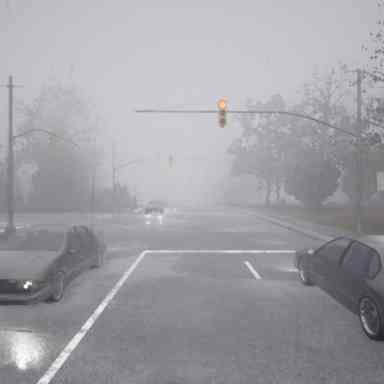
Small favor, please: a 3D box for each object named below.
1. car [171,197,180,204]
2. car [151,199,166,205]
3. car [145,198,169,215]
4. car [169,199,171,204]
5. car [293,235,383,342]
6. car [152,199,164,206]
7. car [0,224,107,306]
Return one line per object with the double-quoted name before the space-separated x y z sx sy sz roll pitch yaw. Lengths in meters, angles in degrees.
"car" -4.521 2.164 82.972 2.097 1.767 4.553 0 -1 -22
"car" -8.301 2.380 83.029 2.033 1.411 5.357 0 -1 -25
"car" -3.772 1.548 34.589 2.033 1.411 5.357 0 0 -1
"car" -4.688 1.661 51.334 2.128 1.511 4.902 0 -1 -6
"car" 3.593 1.545 6.415 2.033 1.411 5.357 0 0 0
"car" -6.845 2.084 66.374 1.895 1.301 4.718 0 -1 -11
"car" -3.608 1.545 8.427 2.033 1.411 5.357 0 0 0
